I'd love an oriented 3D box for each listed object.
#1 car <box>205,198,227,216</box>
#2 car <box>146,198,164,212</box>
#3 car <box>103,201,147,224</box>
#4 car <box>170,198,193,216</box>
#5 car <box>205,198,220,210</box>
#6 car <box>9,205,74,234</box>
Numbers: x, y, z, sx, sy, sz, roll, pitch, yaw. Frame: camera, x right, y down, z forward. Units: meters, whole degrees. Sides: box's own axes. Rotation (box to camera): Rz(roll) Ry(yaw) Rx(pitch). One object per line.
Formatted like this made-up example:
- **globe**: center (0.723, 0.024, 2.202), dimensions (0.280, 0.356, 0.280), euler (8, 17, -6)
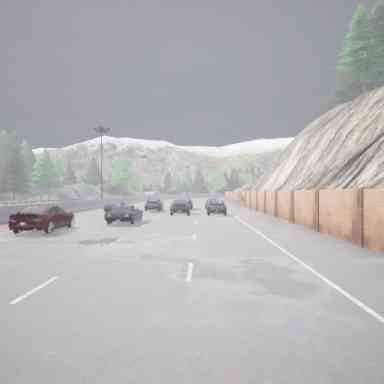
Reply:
- **car**: center (2.381, 1.491, 32.811), dimensions (2.128, 1.511, 4.902), euler (0, 0, 1)
- **car**: center (-4.449, 1.491, 39.566), dimensions (2.128, 1.511, 4.902), euler (0, 0, 1)
- **car**: center (-4.837, 1.600, 24.279), dimensions (1.895, 1.301, 4.718), euler (0, 0, 1)
- **car**: center (-1.115, 1.505, 33.045), dimensions (1.837, 1.490, 4.892), euler (0, 0, 1)
- **car**: center (2.642, 1.525, 43.256), dimensions (1.812, 1.442, 4.674), euler (0, 0, 1)
- **car**: center (-8.466, 1.477, 19.263), dimensions (1.882, 1.535, 5.008), euler (0, 0, 1)
